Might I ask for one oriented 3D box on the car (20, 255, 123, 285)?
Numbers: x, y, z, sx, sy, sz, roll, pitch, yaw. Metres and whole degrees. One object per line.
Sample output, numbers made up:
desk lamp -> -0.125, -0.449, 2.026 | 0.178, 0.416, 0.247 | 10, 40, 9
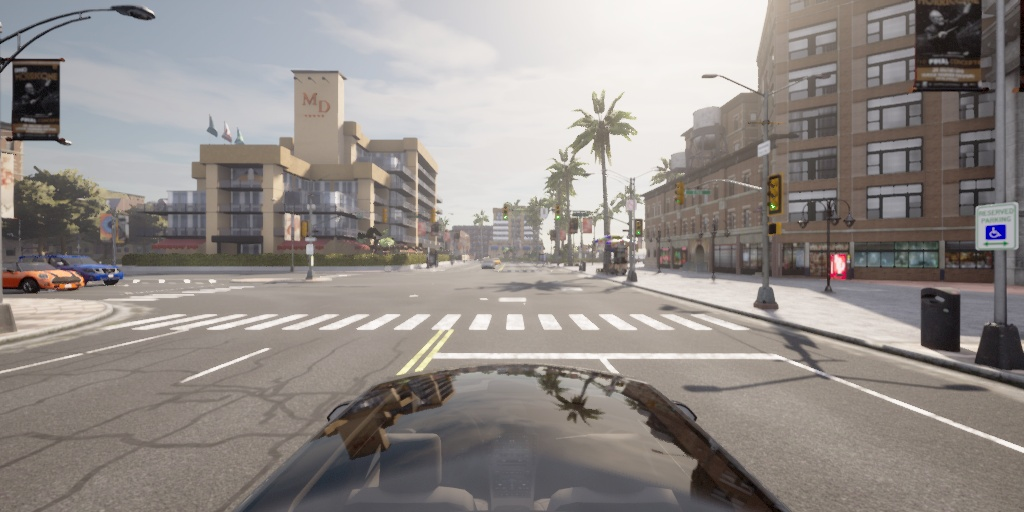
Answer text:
car -> -29.120, 0.963, 23.545 | 5.566, 2.045, 2.150 | 0, 0, 0

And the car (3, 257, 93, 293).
car -> -27.082, 1.095, 20.057 | 4.553, 1.767, 2.097 | 0, 0, 0

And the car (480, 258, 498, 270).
car -> -3.431, 1.303, 52.048 | 1.837, 1.490, 4.892 | 0, 1, 0
